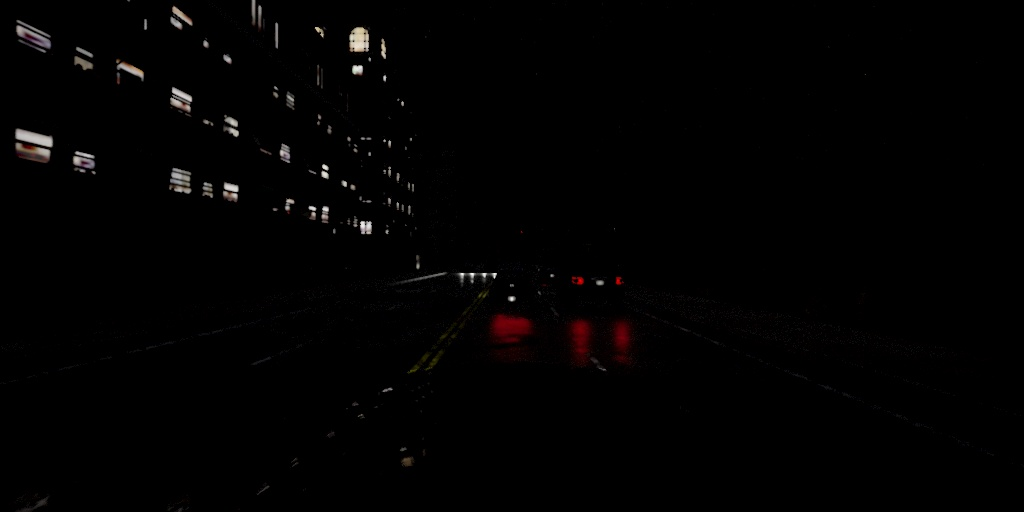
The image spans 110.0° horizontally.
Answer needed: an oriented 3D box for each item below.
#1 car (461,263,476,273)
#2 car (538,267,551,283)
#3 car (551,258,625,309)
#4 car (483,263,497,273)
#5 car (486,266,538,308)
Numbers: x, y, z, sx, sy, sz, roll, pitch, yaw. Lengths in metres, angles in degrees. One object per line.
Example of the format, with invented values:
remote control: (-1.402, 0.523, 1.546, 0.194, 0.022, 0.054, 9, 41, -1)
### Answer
car: (-6.534, 1.790, 54.200, 1.812, 1.442, 4.674, 0, -1, 0)
car: (3.239, 1.596, 31.120, 1.994, 1.385, 4.181, 0, -1, 0)
car: (3.243, 1.101, 15.883, 2.150, 2.045, 5.566, 0, 0, 0)
car: (-3.284, 1.777, 54.301, 1.837, 1.490, 4.892, 0, -1, 0)
car: (-0.003, 1.394, 16.161, 1.837, 1.490, 4.892, 0, 0, 0)
